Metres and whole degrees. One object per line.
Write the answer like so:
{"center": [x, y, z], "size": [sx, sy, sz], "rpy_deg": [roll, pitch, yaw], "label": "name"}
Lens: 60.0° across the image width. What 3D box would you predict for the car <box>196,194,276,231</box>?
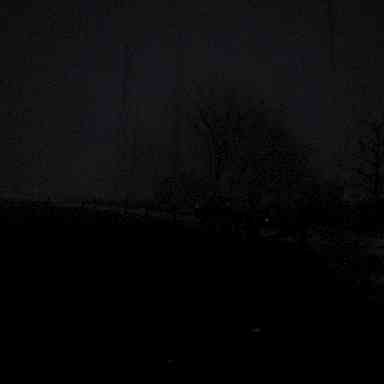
{"center": [2.486, 1.151, 20.325], "size": [2.150, 2.045, 5.566], "rpy_deg": [-1, 1, -35], "label": "car"}
